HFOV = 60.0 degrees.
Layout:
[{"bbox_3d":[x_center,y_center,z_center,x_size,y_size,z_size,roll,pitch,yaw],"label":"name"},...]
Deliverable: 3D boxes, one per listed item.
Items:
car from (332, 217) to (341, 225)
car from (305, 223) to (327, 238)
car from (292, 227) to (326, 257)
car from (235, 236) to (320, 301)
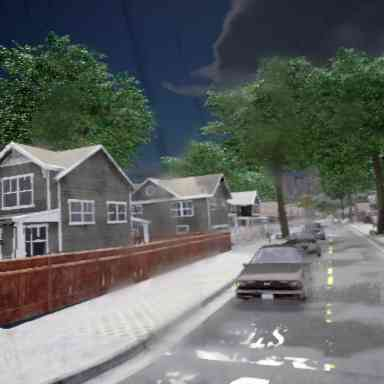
[{"bbox_3d":[36.197,7.386,83.053,1.895,1.301,4.718,-6,-6,22],"label":"car"},{"bbox_3d":[11.704,3.744,31.957,2.097,1.767,4.553,-6,-6,22],"label":"car"},{"bbox_3d":[6.755,3.120,20.134,1.994,1.385,4.181,-6,-6,22],"label":"car"},{"bbox_3d":[2.931,2.465,11.018,2.033,1.411,5.357,-6,-6,22],"label":"car"}]
